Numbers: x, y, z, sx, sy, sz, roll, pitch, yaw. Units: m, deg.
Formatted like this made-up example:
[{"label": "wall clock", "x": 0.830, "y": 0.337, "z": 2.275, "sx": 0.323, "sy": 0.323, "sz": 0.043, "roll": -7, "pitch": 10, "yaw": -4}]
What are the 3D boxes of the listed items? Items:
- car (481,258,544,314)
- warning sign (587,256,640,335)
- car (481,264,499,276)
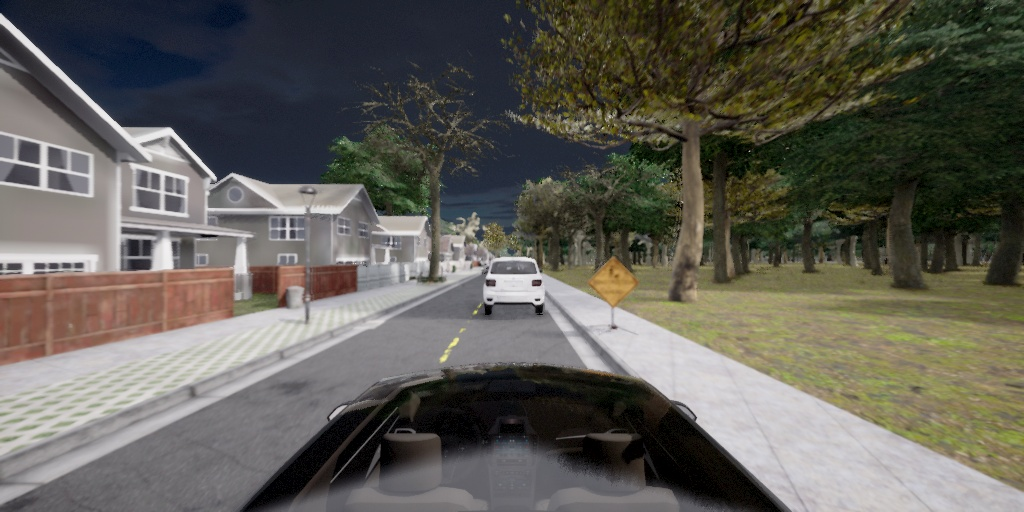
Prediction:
[{"label": "car", "x": 0.086, "y": 1.102, "z": 14.640, "sx": 2.150, "sy": 2.045, "sz": 5.566, "roll": 0, "pitch": -1, "yaw": 1}, {"label": "warning sign", "x": 2.519, "y": 0.939, "z": 8.963, "sx": 1.300, "sy": 1.860, "sz": 1.060, "roll": 0, "pitch": 0, "yaw": 0}, {"label": "car", "x": -2.828, "y": 1.783, "z": 46.538, "sx": 1.994, "sy": 1.385, "sz": 4.181, "roll": 0, "pitch": -1, "yaw": 0}]
